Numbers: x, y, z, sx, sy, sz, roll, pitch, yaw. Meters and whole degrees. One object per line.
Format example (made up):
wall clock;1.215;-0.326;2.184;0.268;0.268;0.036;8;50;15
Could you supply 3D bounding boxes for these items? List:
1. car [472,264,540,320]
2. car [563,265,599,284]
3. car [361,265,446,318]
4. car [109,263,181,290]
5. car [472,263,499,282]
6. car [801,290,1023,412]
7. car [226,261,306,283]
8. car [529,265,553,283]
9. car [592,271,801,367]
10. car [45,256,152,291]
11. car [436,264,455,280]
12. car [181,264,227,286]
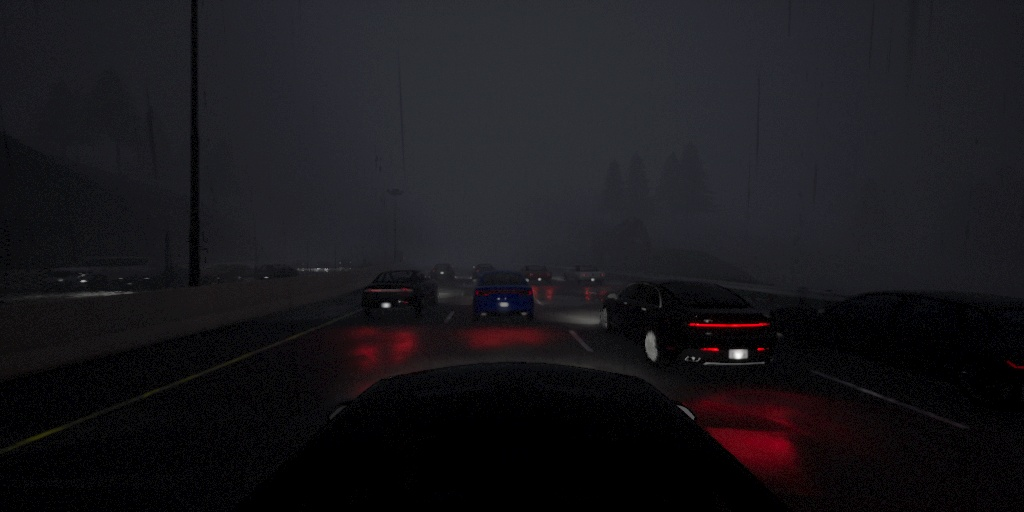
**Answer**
car;-0.365;1.234;12.680;1.882;1.535;5.008;0;0;-3
car;5.275;1.352;26.897;1.895;1.301;4.718;0;0;-8
car;-3.896;1.256;13.102;2.128;1.511;4.902;0;0;-3
car;-22.690;1.337;23.295;1.812;1.442;4.674;0;0;-8
car;-2.322;1.334;30.264;1.994;1.385;4.181;0;0;-9
car;6.973;1.284;5.994;2.033;1.411;5.357;0;0;-2
car;-15.649;1.287;23.309;2.128;1.511;4.902;0;0;-8
car;1.649;1.360;27.546;1.895;1.301;4.718;0;0;-8
car;3.379;1.251;7.894;1.837;1.490;4.892;0;0;-2
car;-26.201;1.043;23.239;2.150;2.045;5.566;0;0;-8
car;-5.976;1.342;30.953;1.994;1.385;4.181;0;0;-9
car;-19.298;1.282;24.303;1.882;1.535;5.008;0;0;-8
